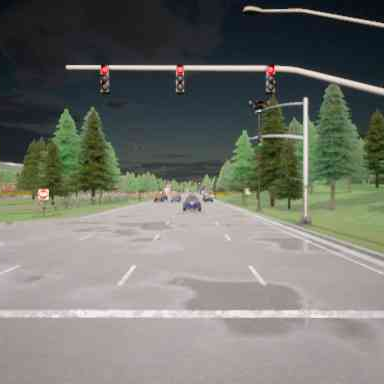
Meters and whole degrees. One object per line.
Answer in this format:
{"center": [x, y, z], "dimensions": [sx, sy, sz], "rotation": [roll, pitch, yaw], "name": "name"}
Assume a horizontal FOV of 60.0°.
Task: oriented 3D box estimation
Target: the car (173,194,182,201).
{"center": [-3.484, 1.322, 80.783], "dimensions": [2.033, 1.411, 5.357], "rotation": [0, 0, 0], "name": "car"}

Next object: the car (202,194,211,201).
{"center": [3.516, 1.322, 80.782], "dimensions": [2.033, 1.411, 5.357], "rotation": [0, 0, 0], "name": "car"}

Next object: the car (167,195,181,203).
{"center": [-3.486, 1.488, 70.363], "dimensions": [2.033, 1.411, 5.357], "rotation": [0, 0, 0], "name": "car"}

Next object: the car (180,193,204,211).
{"center": [0.008, 1.327, 39.720], "dimensions": [2.097, 1.767, 4.553], "rotation": [0, 0, 0], "name": "car"}

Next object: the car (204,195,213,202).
{"center": [3.514, 1.544, 70.809], "dimensions": [1.895, 1.301, 4.718], "rotation": [0, 0, 0], "name": "car"}

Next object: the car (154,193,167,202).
{"center": [-6.986, 1.473, 70.781], "dimensions": [1.812, 1.442, 4.674], "rotation": [0, 0, 0], "name": "car"}

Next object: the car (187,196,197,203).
{"center": [0.014, 1.500, 70.746], "dimensions": [1.994, 1.385, 4.181], "rotation": [0, 0, 0], "name": "car"}

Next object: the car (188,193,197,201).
{"center": [0.016, 1.137, 80.752], "dimensions": [2.097, 1.767, 4.553], "rotation": [0, 0, 0], "name": "car"}
